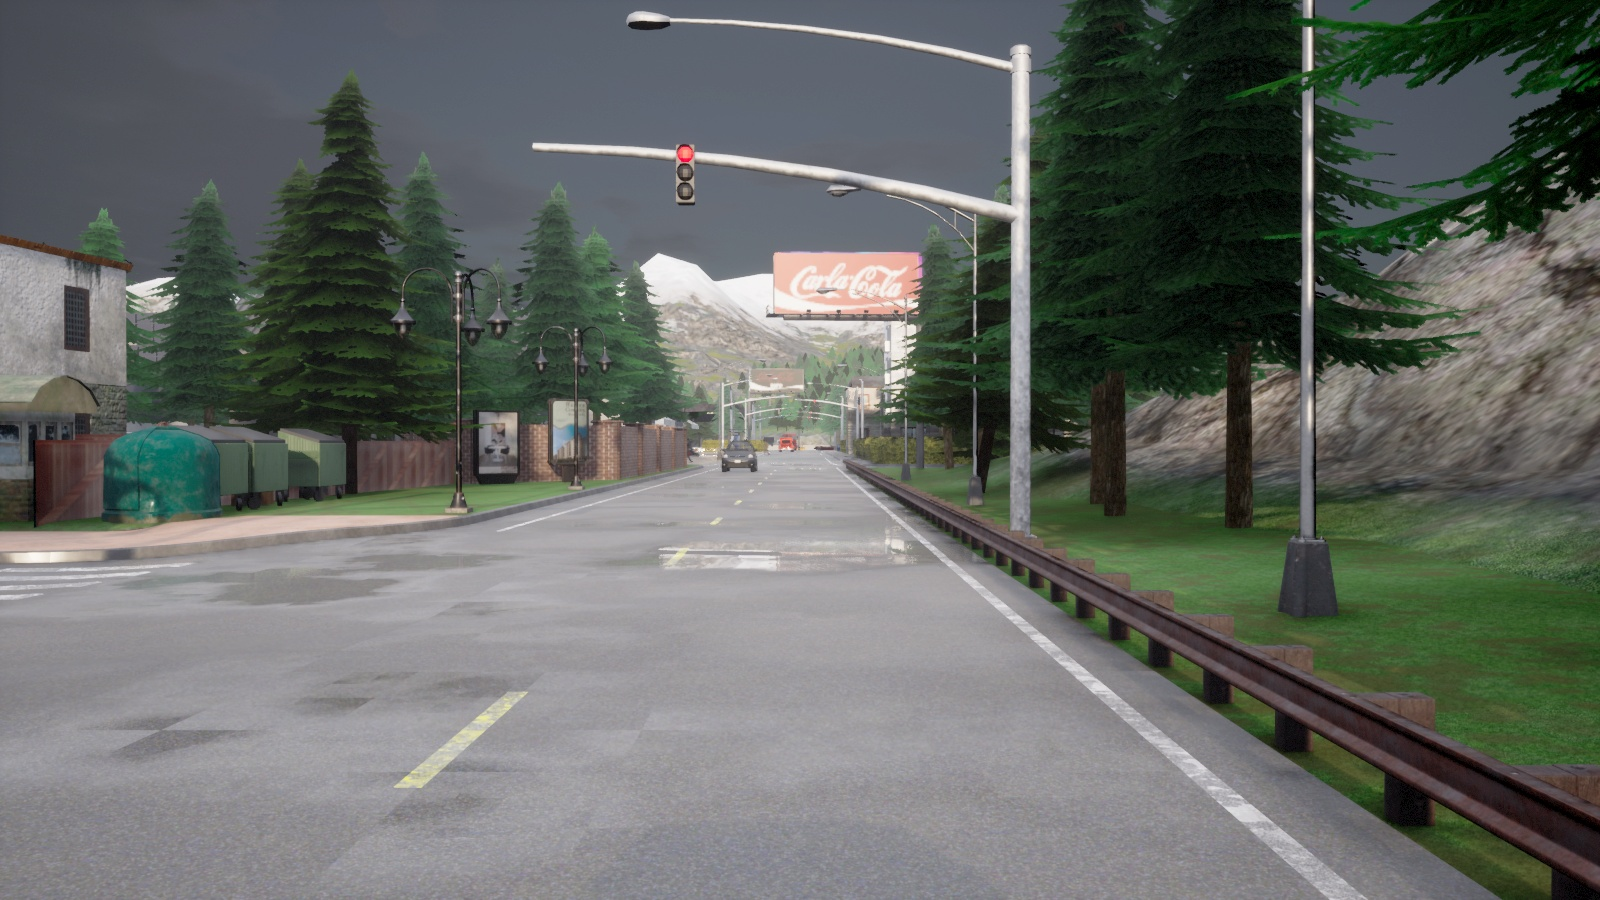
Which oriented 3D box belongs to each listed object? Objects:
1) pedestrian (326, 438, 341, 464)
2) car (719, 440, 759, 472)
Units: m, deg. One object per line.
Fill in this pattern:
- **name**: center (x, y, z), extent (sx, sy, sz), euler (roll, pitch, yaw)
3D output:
- **pedestrian**: center (-33.425, 0.049, 90.008), extent (0.849, 1.883, 0.563), euler (0, 0, 0)
- **car**: center (-3.112, 0.276, 64.886), extent (1.851, 1.617, 3.988), euler (0, 0, 0)
